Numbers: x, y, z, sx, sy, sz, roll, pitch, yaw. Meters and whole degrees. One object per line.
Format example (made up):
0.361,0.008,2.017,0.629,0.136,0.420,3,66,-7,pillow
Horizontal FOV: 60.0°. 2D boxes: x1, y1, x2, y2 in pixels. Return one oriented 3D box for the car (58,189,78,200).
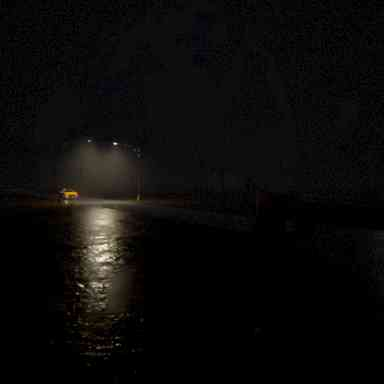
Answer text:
-18.678,0.275,49.908,1.882,1.535,5.008,0,2,-35,car
